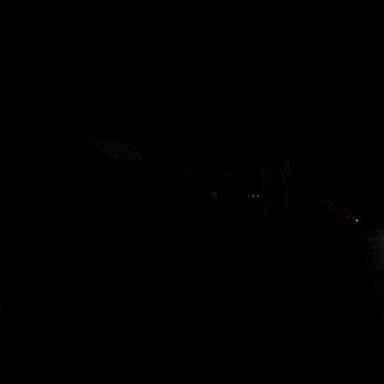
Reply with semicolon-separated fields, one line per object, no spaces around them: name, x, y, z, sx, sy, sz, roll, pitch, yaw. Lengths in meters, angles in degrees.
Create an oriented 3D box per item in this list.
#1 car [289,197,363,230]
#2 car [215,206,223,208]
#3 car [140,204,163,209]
car;8.241;1.375;22.066;2.150;2.045;5.566;2;-2;-35
car;2.140;1.829;30.707;2.033;1.411;5.357;2;-2;-36
car;-4.681;1.754;39.967;2.097;1.767;4.553;3;-2;-37
